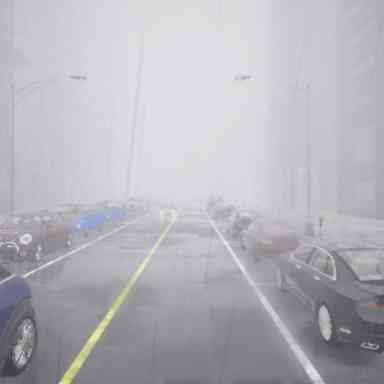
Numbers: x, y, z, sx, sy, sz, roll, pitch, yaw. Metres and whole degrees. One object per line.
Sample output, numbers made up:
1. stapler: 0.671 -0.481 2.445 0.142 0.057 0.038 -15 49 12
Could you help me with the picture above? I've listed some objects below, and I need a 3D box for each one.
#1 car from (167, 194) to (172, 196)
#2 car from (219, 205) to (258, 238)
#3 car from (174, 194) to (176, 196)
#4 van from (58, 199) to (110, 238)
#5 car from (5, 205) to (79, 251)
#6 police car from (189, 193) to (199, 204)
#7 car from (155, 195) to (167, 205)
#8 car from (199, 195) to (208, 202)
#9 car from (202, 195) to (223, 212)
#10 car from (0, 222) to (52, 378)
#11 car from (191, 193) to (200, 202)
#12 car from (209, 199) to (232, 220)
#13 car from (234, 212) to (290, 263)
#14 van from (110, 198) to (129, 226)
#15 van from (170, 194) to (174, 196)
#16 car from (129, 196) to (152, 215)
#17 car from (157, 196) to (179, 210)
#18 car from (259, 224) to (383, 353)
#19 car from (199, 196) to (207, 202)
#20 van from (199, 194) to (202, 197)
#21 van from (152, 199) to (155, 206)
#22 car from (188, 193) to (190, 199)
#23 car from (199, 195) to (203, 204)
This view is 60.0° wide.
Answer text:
1. car: -5.774 1.689 68.130 1.947 1.339 4.313 0 0 0
2. car: 2.758 1.574 17.418 2.008 1.369 4.403 0 0 0
3. car: -5.776 1.731 85.040 1.947 1.339 4.313 0 0 0
4. van: -5.767 1.364 17.401 1.690 1.788 3.998 0 0 0
5. car: -5.766 1.455 11.765 1.967 1.590 4.097 0 0 0
6. police car: 0.891 1.552 69.569 1.930 1.638 5.238 0 0 0
7. car: -5.772 1.641 56.856 1.887 1.381 4.507 0 0 0
8. car: 2.750 1.592 79.416 1.967 1.590 4.097 0 0 0
9. car: 2.754 1.376 39.962 2.192 1.841 5.009 0 0 0
10. car: -3.102 1.355 2.511 2.097 1.767 4.553 0 0 0
11. car: 0.847 1.389 85.490 2.150 2.045 5.566 0 0 0
12. car: 2.757 1.586 28.690 1.887 1.381 4.507 0 0 0
13. car: 2.759 1.597 11.781 1.802 1.307 4.206 0 0 0
14. van: -5.768 1.373 23.037 1.690 1.788 3.998 0 0 0
15. van: -5.776 1.492 79.404 1.690 1.788 3.998 0 0 0
16. car: -5.770 1.365 34.310 2.192 1.841 5.009 0 0 0
17. car: -3.095 1.594 43.746 1.812 1.442 4.674 0 0 0
18. car: 2.760 1.558 6.145 2.008 1.369 4.403 0 0 0
19. car: 2.749 1.691 85.222 1.752 1.417 4.829 0 0 0
20. van: 2.751 1.465 68.144 1.690 1.788 3.998 0 0 0
21. van: -5.770 1.402 39.946 1.690 1.788 3.998 0 0 0
22. car: 0.762 1.503 79.409 2.097 1.767 4.553 0 0 -2
23. car: 2.752 1.636 62.677 1.752 1.417 4.829 0 0 0
